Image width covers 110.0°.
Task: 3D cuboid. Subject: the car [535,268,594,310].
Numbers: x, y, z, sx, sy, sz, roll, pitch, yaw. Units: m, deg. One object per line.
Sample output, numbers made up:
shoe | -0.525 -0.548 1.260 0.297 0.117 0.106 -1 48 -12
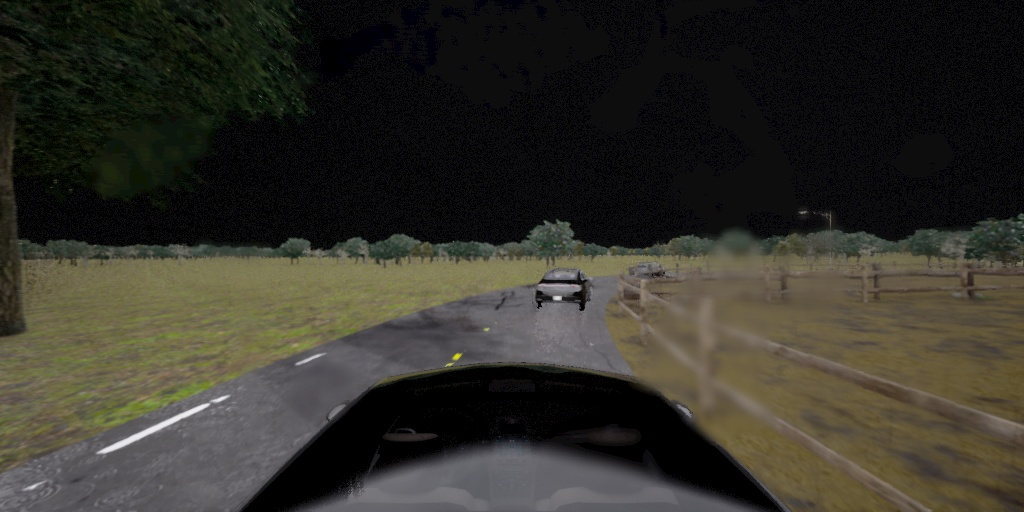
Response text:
car | 2.240 1.245 14.727 2.128 1.511 4.902 0 0 16

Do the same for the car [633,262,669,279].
car | 12.787 1.279 32.842 2.128 1.511 4.902 0 0 43
